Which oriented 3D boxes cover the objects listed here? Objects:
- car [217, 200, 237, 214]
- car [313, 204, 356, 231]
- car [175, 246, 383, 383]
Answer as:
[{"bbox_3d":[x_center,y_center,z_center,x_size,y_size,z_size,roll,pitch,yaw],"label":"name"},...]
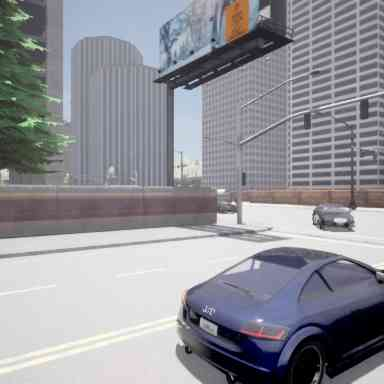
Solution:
[{"bbox_3d":[3.102,1.564,35.222,1.994,1.385,4.181,0,0,-35],"label":"car"},{"bbox_3d":[8.738,1.492,20.734,2.128,1.511,4.902,1,0,13],"label":"car"},{"bbox_3d":[1.837,1.564,5.099,4.181,1.385,1.994,0,0,-35],"label":"car"}]
